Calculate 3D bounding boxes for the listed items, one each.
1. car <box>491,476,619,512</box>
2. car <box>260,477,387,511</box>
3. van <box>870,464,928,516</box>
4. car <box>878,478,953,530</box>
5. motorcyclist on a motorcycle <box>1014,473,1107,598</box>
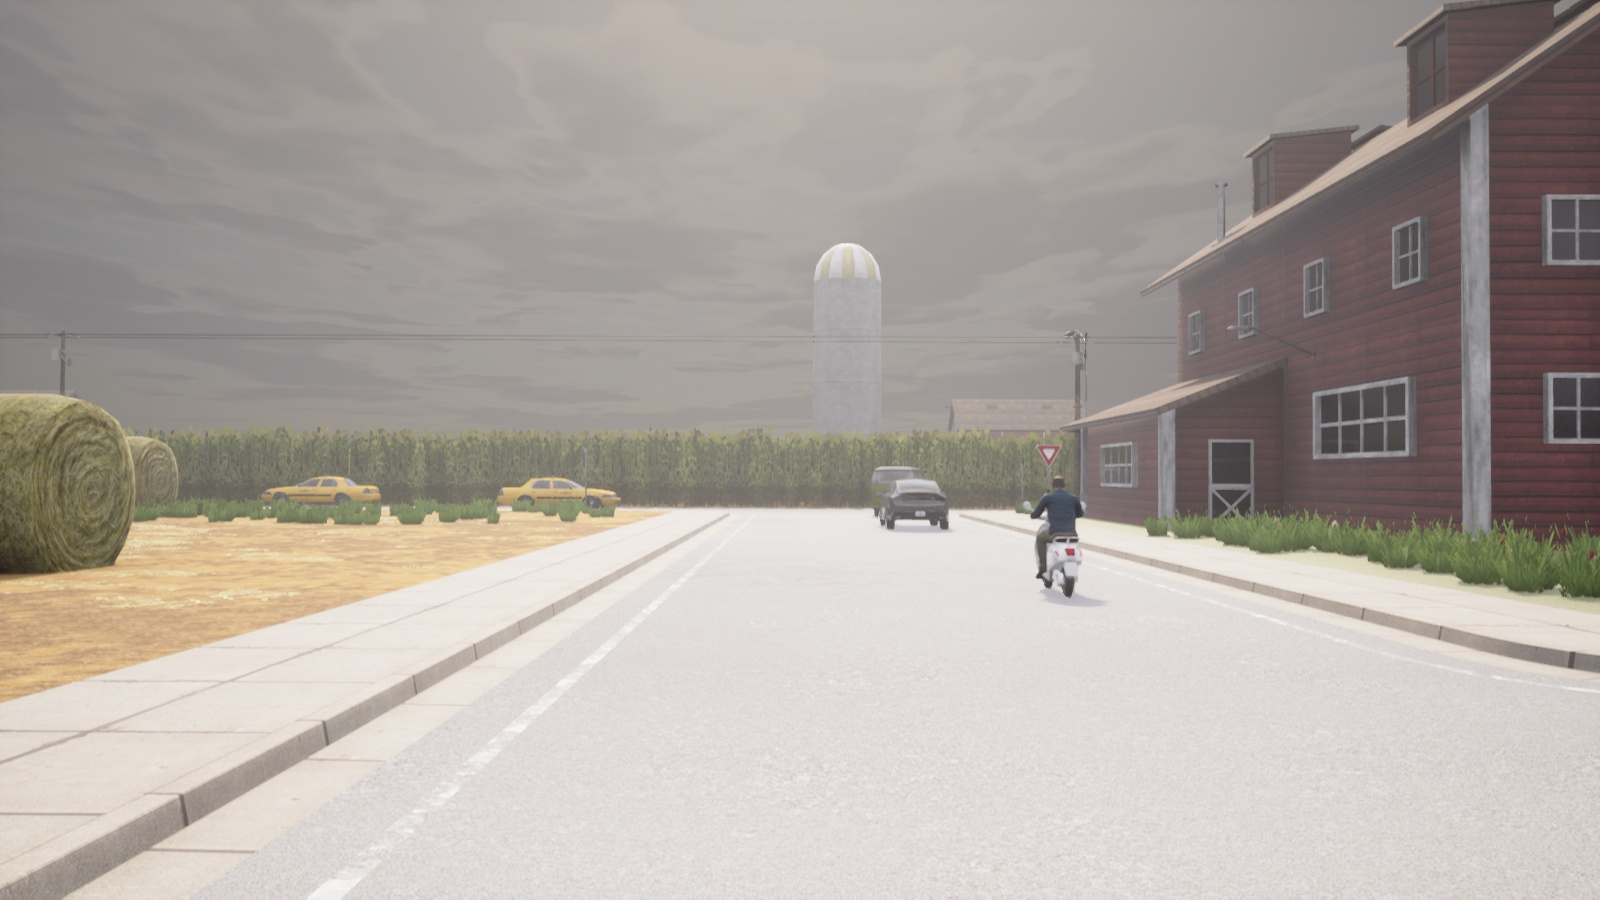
[{"bbox_3d":[-10.898,1.970,56.099,5.366,1.575,1.801,0,-1,1],"label":"car"},{"bbox_3d":[-22.639,2.082,59.770,5.366,1.575,1.801,0,-1,1],"label":"car"},{"bbox_3d":[4.028,1.597,50.468,1.775,1.987,4.442,-1,-1,12],"label":"van"},{"bbox_3d":[3.491,1.610,38.790,1.837,1.490,4.892,0,-1,0],"label":"car"},{"bbox_3d":[3.499,1.113,17.017,0.866,1.590,1.817,0,-1,0],"label":"motorcyclist on a motorcycle"}]
